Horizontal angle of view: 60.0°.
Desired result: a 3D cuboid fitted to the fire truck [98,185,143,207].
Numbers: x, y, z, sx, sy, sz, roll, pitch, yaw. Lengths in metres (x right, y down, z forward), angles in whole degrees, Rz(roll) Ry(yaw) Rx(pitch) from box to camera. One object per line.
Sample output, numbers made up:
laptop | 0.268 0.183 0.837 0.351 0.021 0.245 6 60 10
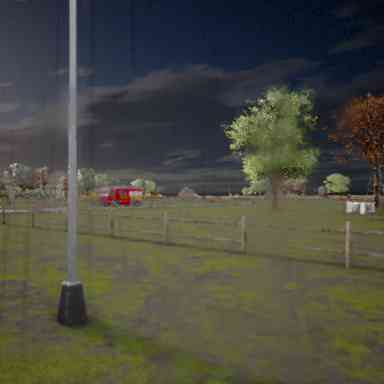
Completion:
fire truck | -12.958 0.808 60.896 2.891 3.827 8.468 -1 -1 36
